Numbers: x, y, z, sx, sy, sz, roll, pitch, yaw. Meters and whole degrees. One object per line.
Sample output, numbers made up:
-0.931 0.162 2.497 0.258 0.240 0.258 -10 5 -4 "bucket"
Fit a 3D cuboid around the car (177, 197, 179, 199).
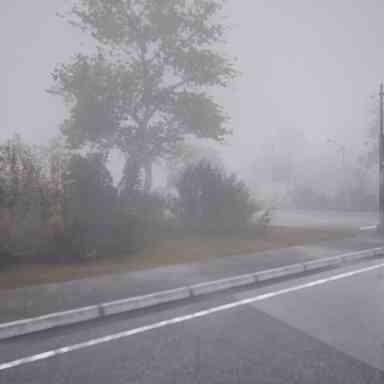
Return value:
-3.387 1.774 52.866 5.566 2.045 2.150 -2 -1 41 "car"
